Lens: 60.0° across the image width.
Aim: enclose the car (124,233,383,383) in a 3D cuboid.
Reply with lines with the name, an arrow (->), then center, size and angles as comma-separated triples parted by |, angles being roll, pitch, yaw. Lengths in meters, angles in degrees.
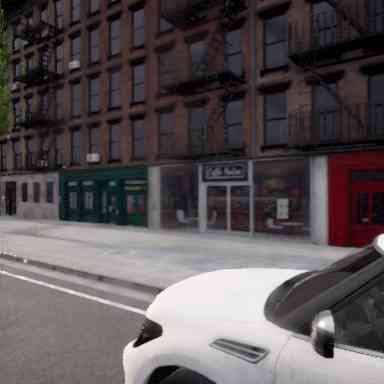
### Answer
car -> 2.034, 1.222, 2.234 | 5.566, 2.045, 2.150 | 0, 0, 36
